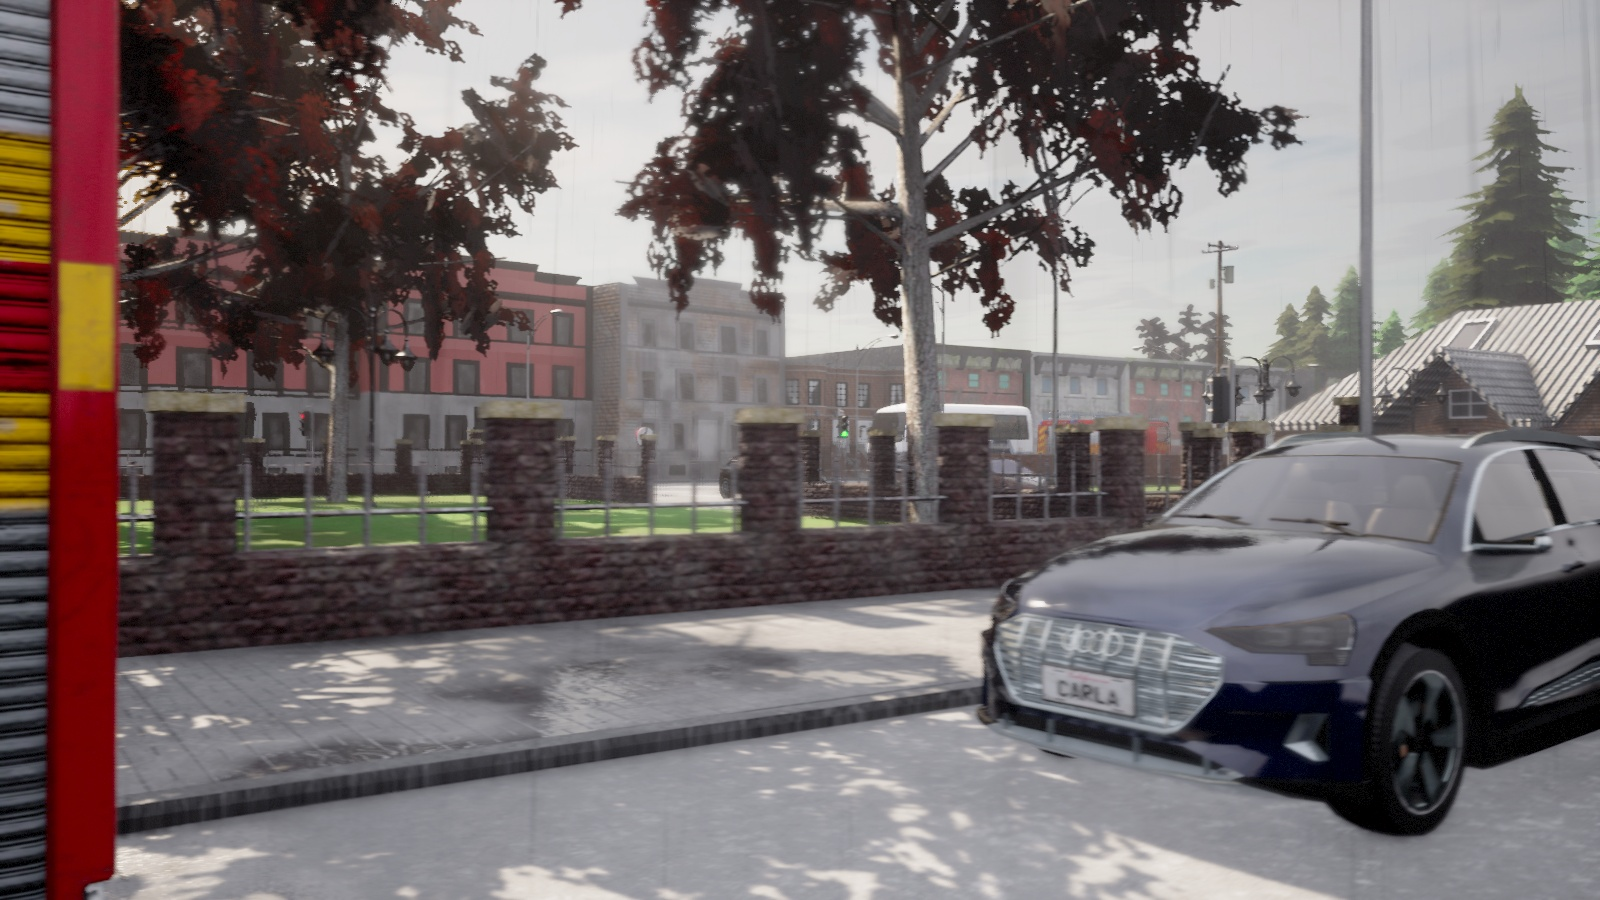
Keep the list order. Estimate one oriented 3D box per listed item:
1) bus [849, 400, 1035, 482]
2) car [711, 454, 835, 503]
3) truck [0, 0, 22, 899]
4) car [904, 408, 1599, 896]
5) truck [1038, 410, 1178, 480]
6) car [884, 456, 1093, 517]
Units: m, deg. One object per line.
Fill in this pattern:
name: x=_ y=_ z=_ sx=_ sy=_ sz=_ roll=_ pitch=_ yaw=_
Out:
bus: x=8.002 y=-0.477 z=69.922 sx=10.273 sy=4.253 sz=3.944 roll=0 pitch=0 yaw=-35
car: x=-0.921 y=0.858 z=39.939 sx=1.816 sy=1.474 sz=4.193 roll=0 pitch=0 yaw=-37
truck: x=-5.494 y=-0.407 z=0.578 sx=8.468 sy=3.827 sz=2.891 roll=0 pitch=0 yaw=-38
car: x=3.011 y=0.685 z=6.553 sx=4.856 sy=1.649 sz=2.033 roll=0 pitch=0 yaw=-39
truck: x=17.694 y=-0.281 z=71.779 sx=8.468 sy=3.827 sz=2.891 roll=0 pitch=0 yaw=-35
car: x=4.665 y=0.861 z=31.939 sx=2.033 sy=1.411 sz=5.357 roll=0 pitch=0 yaw=-37
